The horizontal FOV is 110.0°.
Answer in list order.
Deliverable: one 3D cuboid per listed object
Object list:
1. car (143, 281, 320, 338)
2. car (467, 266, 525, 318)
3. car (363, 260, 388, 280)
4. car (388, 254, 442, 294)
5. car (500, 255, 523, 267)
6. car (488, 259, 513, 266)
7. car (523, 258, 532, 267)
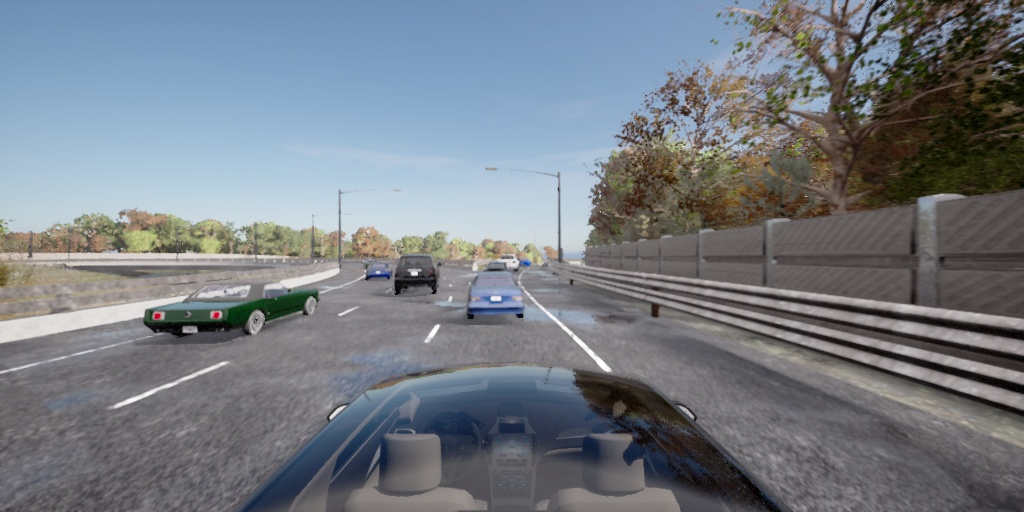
[{"bbox_3d":[-7.397,1.353,10.252,1.895,1.301,4.718,0,0,-5],"label":"car"},{"bbox_3d":[-0.601,1.265,12.806,2.033,1.411,5.357,0,0,-3],"label":"car"},{"bbox_3d":[-11.213,1.266,30.468,1.994,1.385,4.181,-1,0,-16],"label":"car"},{"bbox_3d":[-5.172,0.935,20.033,2.150,2.045,5.566,0,0,-9],"label":"car"},{"bbox_3d":[-0.315,0.844,42.595,2.150,2.045,5.566,0,0,5],"label":"car"},{"bbox_3d":[-1.040,1.180,26.616,1.837,1.490,4.892,0,0,0],"label":"car"},{"bbox_3d":[2.039,1.039,58.754,1.882,1.535,5.008,0,0,10],"label":"car"}]
